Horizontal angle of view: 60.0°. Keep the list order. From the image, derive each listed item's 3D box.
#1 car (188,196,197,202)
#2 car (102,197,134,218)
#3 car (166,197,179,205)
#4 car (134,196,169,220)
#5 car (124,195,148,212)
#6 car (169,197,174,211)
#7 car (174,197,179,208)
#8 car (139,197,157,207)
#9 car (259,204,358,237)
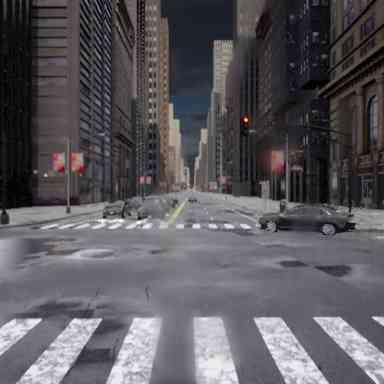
[{"bbox_3d":[0.110,1.447,69.876,2.033,1.411,5.357,0,0,0],"label":"car"},{"bbox_3d":[-6.596,1.479,29.639,1.837,1.490,4.892,0,0,0],"label":"car"},{"bbox_3d":[-3.301,1.533,57.280,1.895,1.301,4.718,0,0,1],"label":"car"},{"bbox_3d":[-3.286,1.328,27.737,2.097,1.767,4.553,0,0,-2],"label":"car"},{"bbox_3d":[-6.591,1.314,39.793,2.097,1.767,4.553,0,0,0],"label":"car"},{"bbox_3d":[-3.346,1.491,36.522,1.812,1.442,4.674,0,0,0],"label":"car"},{"bbox_3d":[-3.332,1.516,46.545,1.994,1.385,4.181,0,0,0],"label":"car"},{"bbox_3d":[-6.581,1.494,50.090,2.033,1.411,5.357,0,0,0],"label":"car"},{"bbox_3d":[5.924,1.430,17.386,4.892,1.490,1.837,-1,1,37],"label":"car"}]
